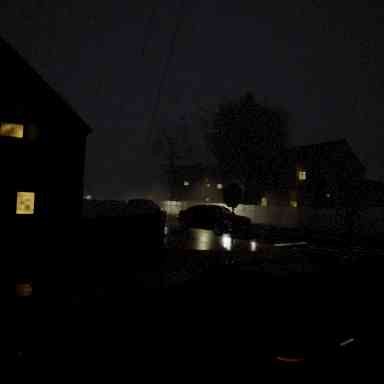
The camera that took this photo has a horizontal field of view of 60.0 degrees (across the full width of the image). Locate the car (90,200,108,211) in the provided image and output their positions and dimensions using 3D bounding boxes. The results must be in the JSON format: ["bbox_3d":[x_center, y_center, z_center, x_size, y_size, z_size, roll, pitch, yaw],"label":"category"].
[{"bbox_3d":[-12.322,1.747,43.836,1.895,1.301,4.718,3,-2,-20],"label":"car"}]

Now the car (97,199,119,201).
[{"bbox_3d":[-8.348,1.555,34.591,1.837,1.490,4.892,3,-2,-25],"label":"car"}]

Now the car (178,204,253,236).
[{"bbox_3d":[1.133,1.424,17.990,1.882,1.535,5.008,4,-2,-33],"label":"car"}]

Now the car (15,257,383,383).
[{"bbox_3d":[0.685,1.531,3.566,4.674,1.442,1.812,0,0,-35],"label":"car"}]

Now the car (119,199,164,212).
[{"bbox_3d":[-3.781,1.331,25.910,2.097,1.767,4.553,3,-2,-29],"label":"car"}]

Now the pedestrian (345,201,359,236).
[{"bbox_3d":[8.401,1.386,17.616,0.375,1.860,0.375,4,-2,-36],"label":"pedestrian"}]

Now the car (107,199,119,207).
[{"bbox_3d":[-14.365,2.006,60.758,1.994,1.385,4.181,3,-1,-13],"label":"car"}]

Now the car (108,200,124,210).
[{"bbox_3d":[-11.699,1.921,51.099,1.994,1.385,4.181,3,-1,-18],"label":"car"}]
